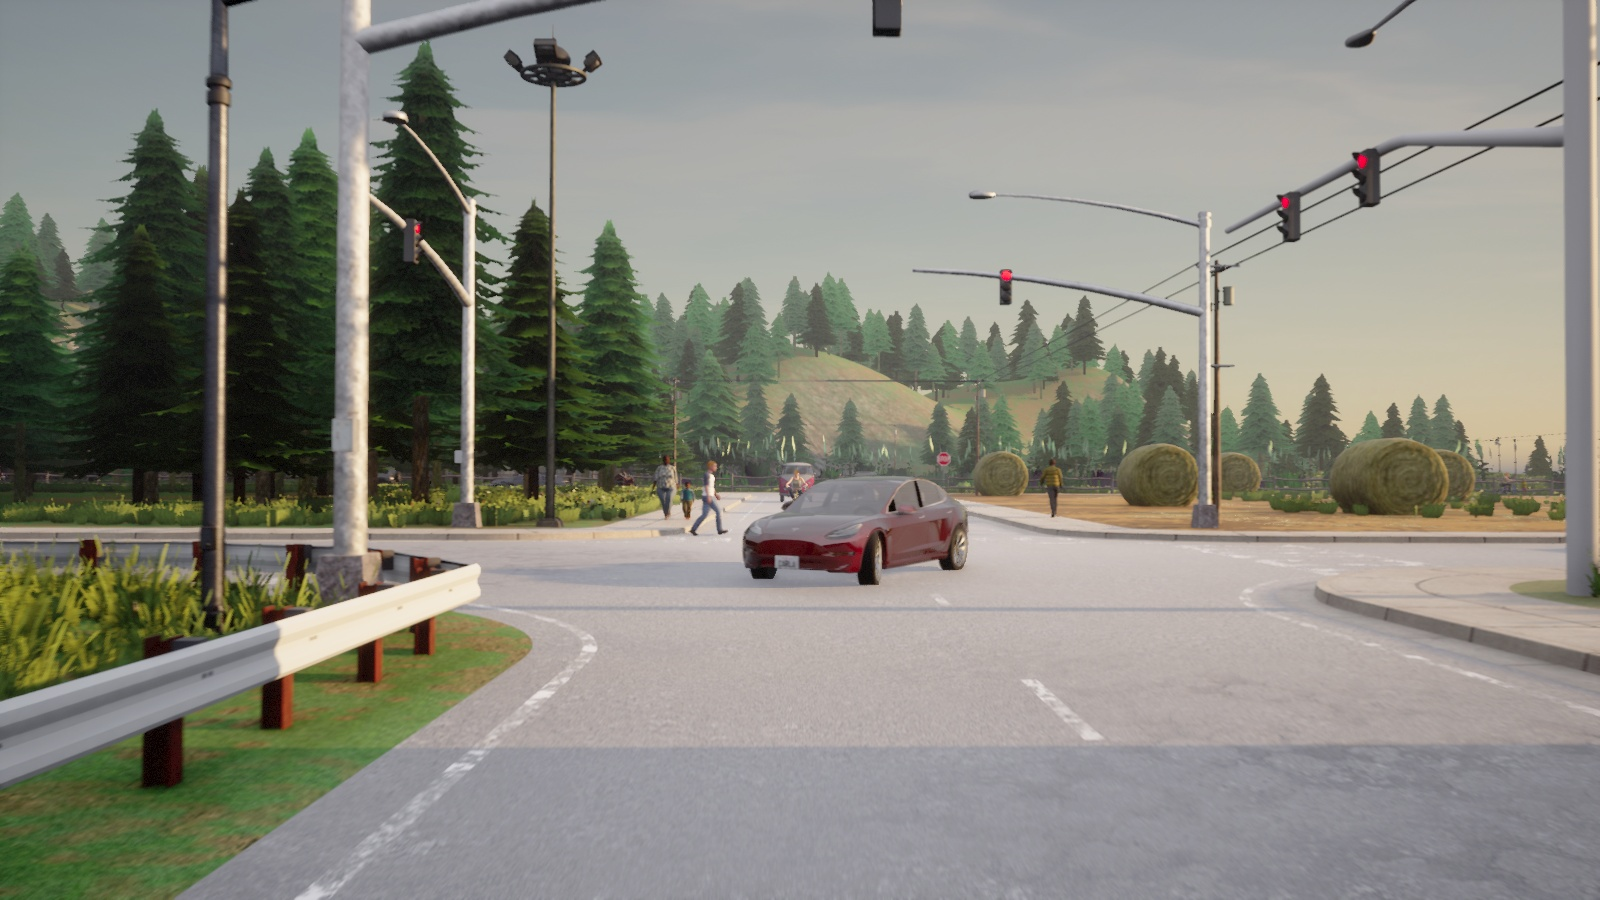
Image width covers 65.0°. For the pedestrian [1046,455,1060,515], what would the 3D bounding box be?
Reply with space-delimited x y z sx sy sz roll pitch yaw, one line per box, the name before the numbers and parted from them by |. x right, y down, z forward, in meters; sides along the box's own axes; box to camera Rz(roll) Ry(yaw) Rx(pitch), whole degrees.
pedestrian | 7.853 1.082 39.006 0.370 1.835 0.726 0 -1 8

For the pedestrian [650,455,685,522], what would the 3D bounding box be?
pedestrian | -3.711 1.075 35.231 0.874 1.855 0.900 0 -1 1

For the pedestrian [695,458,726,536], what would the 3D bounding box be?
pedestrian | -2.137 1.113 29.967 0.706 1.836 0.354 0 -1 2

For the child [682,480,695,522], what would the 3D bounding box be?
child | -3.210 1.467 36.067 0.343 1.192 0.448 0 -1 0

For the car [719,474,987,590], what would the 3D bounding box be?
car | 0.969 1.118 18.916 2.163 1.488 4.792 -1 -1 28

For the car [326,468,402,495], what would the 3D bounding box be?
car | -30.424 2.195 87.734 4.605 1.855 1.932 0 -1 1

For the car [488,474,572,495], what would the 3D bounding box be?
car | -18.781 2.367 87.485 5.357 1.411 2.033 0 -1 2

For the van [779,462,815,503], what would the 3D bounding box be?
van | -0.155 1.630 63.407 1.775 1.987 4.442 0 -1 0
